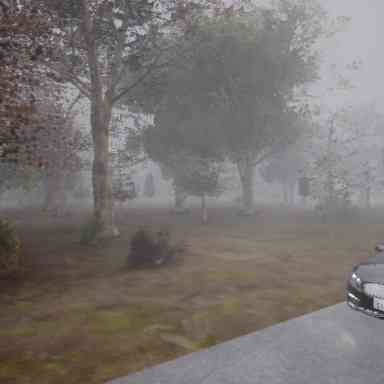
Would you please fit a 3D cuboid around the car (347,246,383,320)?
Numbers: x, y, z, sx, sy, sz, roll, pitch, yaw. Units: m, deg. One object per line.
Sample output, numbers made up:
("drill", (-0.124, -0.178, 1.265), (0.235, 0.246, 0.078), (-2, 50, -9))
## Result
("car", (5.015, 1.505, 6.538), (4.902, 1.511, 2.128), (0, 0, -35))
